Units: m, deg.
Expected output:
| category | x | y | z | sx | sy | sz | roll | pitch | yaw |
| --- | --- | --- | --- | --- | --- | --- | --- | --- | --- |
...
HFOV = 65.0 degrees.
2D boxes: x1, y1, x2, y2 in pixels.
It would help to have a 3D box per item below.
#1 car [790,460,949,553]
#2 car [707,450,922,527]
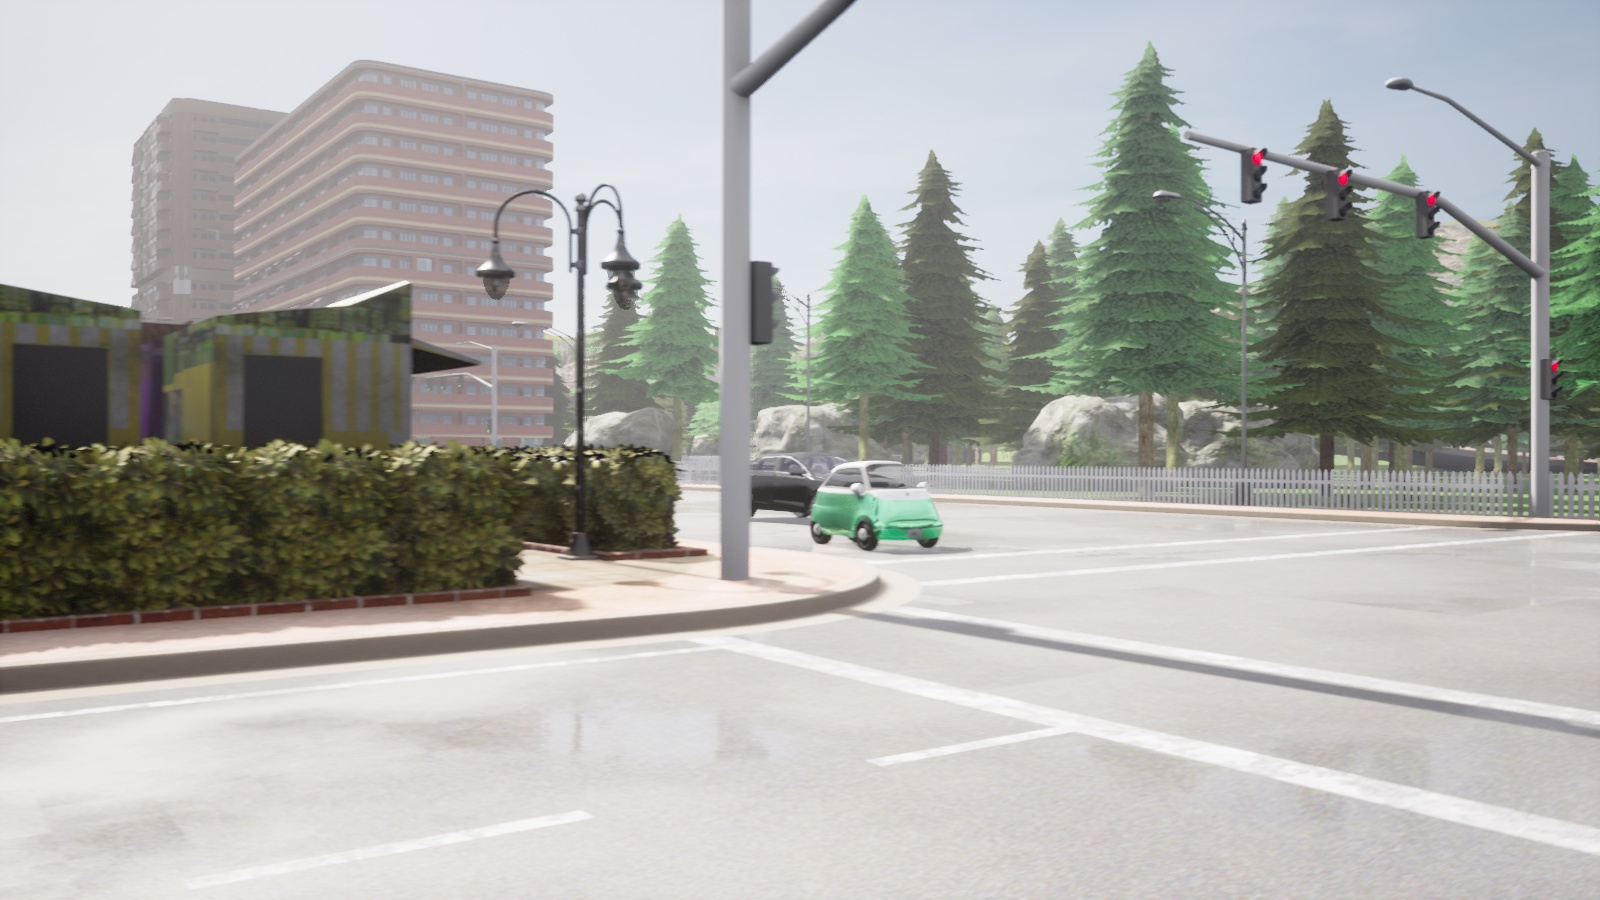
| category | x | y | z | sx | sy | sz | roll | pitch | yaw |
| --- | --- | --- | --- | --- | --- | --- | --- | --- | --- |
| car | 1.075 | 0.846 | 20.007 | 1.481 | 1.376 | 2.207 | 0 | -1 | -34 |
| car | 0.191 | 0.767 | 27.186 | 2.128 | 1.511 | 4.902 | 0 | 0 | -36 |
